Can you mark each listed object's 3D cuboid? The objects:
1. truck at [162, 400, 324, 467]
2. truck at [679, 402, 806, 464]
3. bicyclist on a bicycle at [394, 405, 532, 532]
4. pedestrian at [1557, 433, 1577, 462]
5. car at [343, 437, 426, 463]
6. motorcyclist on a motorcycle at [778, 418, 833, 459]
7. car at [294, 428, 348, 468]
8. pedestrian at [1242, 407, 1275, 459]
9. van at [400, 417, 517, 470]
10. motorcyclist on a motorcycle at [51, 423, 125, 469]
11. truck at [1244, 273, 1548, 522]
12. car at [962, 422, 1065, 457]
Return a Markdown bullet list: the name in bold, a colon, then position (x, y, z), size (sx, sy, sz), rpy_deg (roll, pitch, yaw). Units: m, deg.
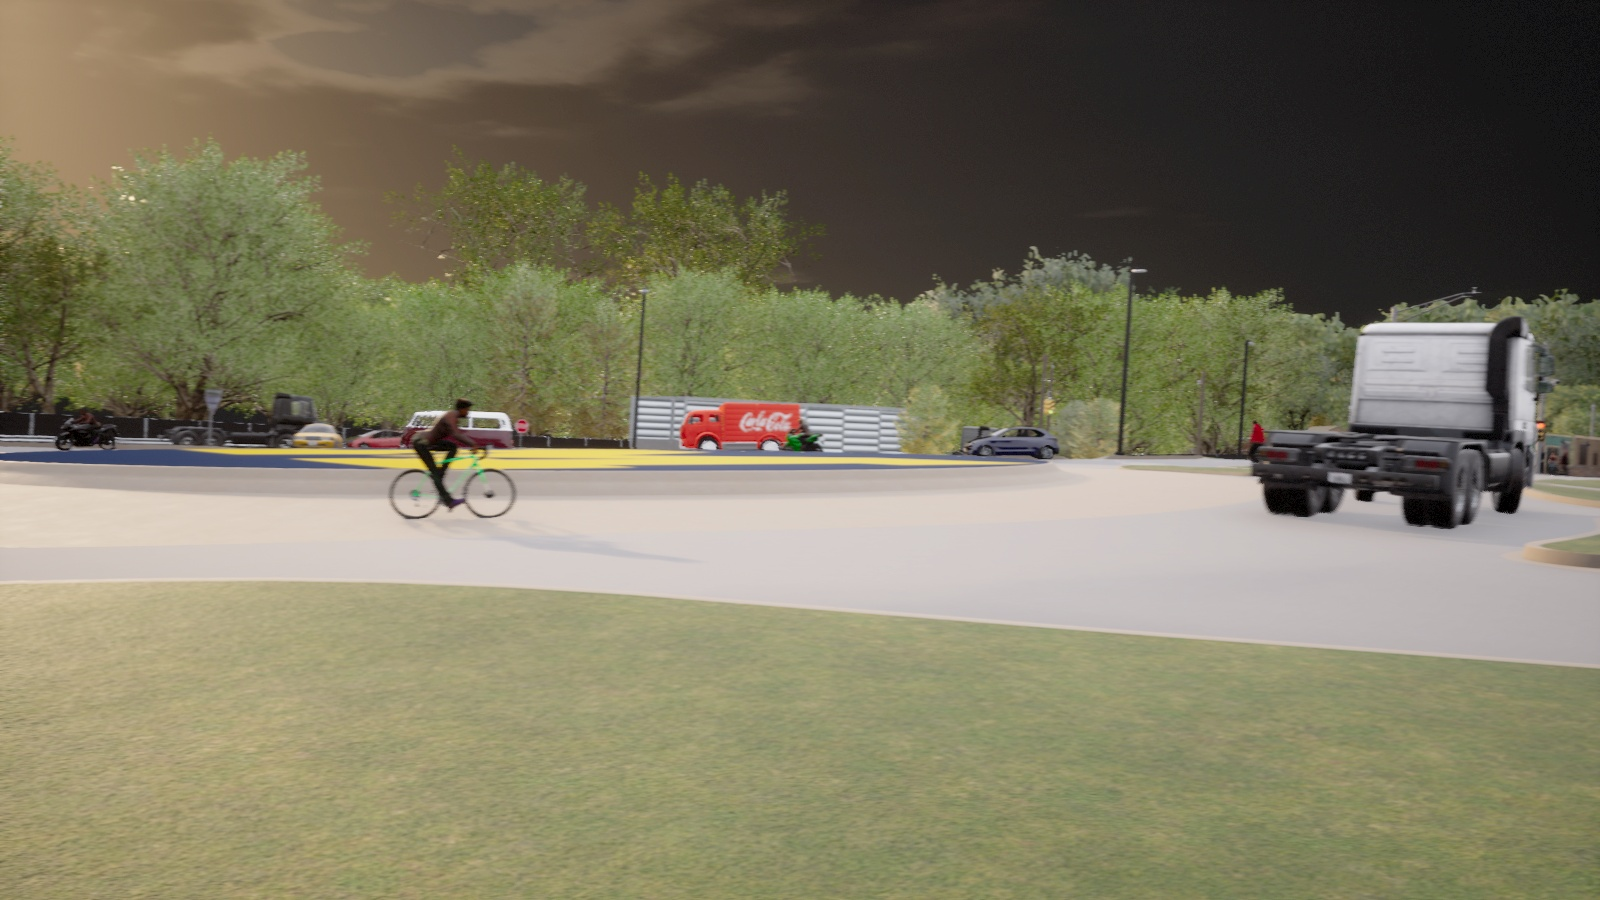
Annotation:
- **truck**: position (-30.842, -0.877, 69.643), size (7.936, 3.462, 2.891), rpy_deg (1, 1, -29)
- **truck**: position (-2.556, -0.707, 55.087), size (5.204, 2.467, 2.627), rpy_deg (-1, -3, -10)
- **bicyclist on a bicycle**: position (-4.484, 0.233, 16.797), size (1.656, 1.620, 0.582), rpy_deg (-2, 3, -7)
- **pedestrian**: position (49.588, -0.152, 81.192), size (0.634, 1.844, 0.899), rpy_deg (2, 1, -36)
- **car**: position (-25.894, 0.023, 78.322), size (4.514, 1.525, 2.007), rpy_deg (0, 2, -37)
- **motorcyclist on a motorcycle**: position (0.216, -0.416, 47.570), size (2.044, 1.523, 0.797), rpy_deg (0, -1, 42)
- **car**: position (-21.679, -0.063, 57.011), size (1.801, 1.575, 5.366), rpy_deg (0, -2, -16)
- **pedestrian**: position (16.789, -0.622, 45.989), size (0.899, 1.844, 0.634), rpy_deg (3, 1, 44)
- **van**: position (-13.894, -0.277, 51.354), size (4.480, 2.038, 2.069), rpy_deg (1, 1, -13)
- **motorcyclist on a motorcycle**: position (-24.681, -0.155, 43.565), size (0.797, 1.523, 2.044), rpy_deg (4, 2, 37)
- **truck**: position (10.442, -0.884, 21.455), size (2.891, 3.462, 7.936), rpy_deg (3, 3, 38)
- **car**: position (9.540, -0.492, 56.258), size (4.193, 1.474, 1.816), rpy_deg (-1, 1, -4)
